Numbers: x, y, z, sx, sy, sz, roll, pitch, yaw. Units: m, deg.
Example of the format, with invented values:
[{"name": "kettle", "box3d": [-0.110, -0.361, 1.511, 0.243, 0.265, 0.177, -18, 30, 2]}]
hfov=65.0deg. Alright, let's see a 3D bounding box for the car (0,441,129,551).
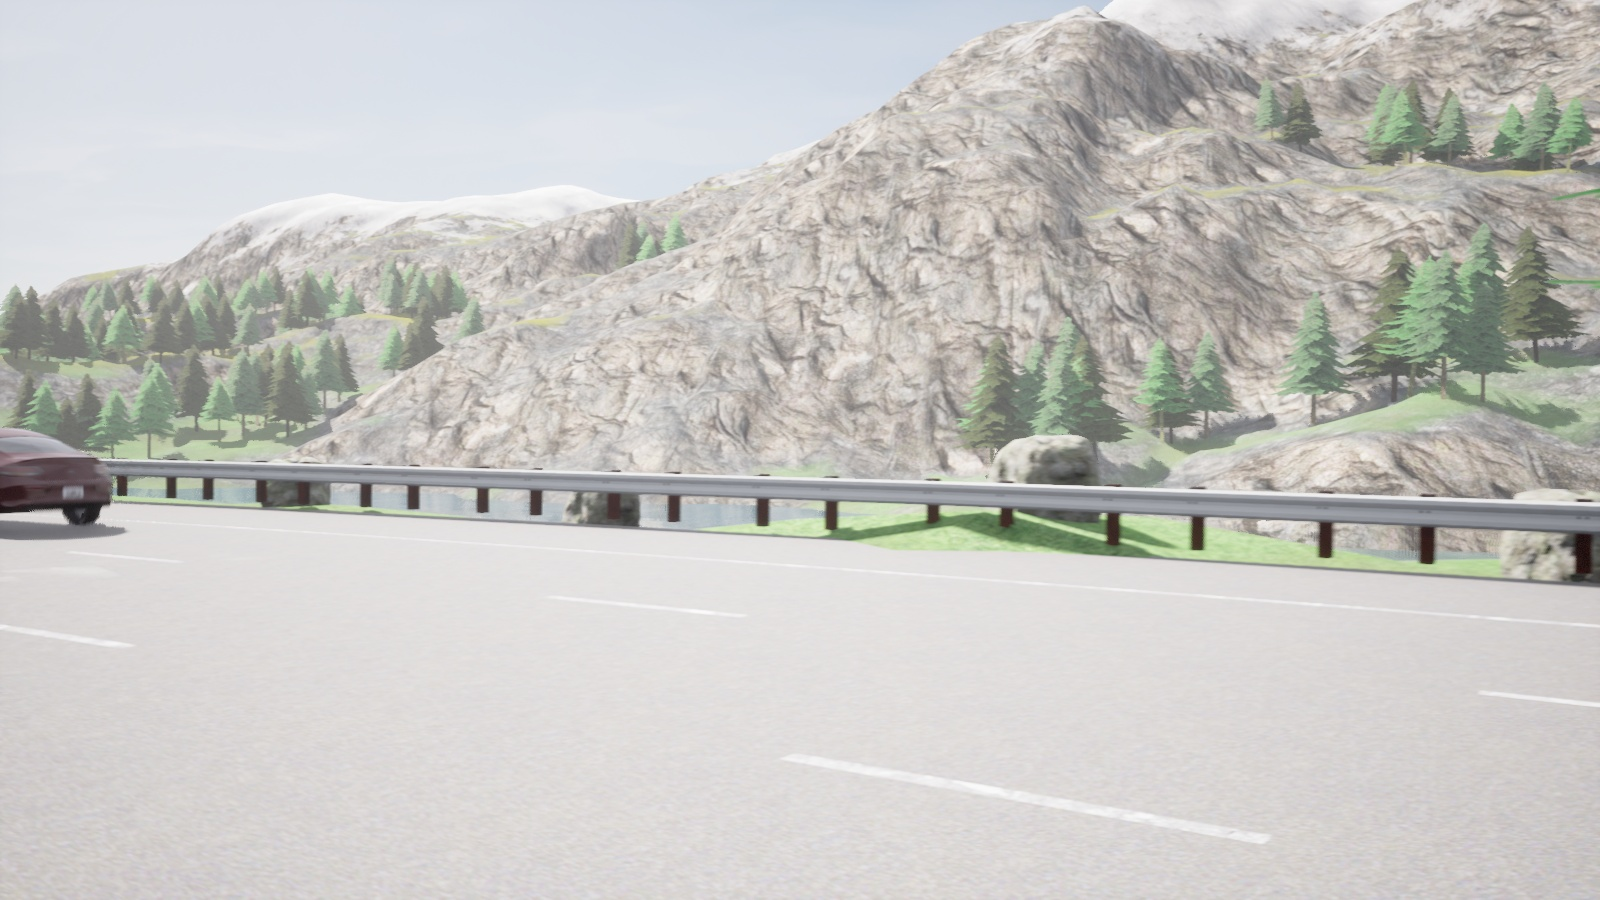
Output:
[{"name": "car", "box3d": [-12.330, 0.614, 18.610, 4.674, 1.442, 1.812, 0, 1, 26]}]
